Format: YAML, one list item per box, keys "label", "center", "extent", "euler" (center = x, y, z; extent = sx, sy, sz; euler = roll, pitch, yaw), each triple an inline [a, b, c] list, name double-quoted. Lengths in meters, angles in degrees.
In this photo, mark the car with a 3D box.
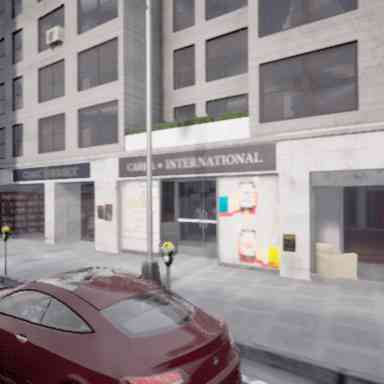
- label: "car"
  center: [-1.447, 1.616, 4.109]
  extent: [4.206, 1.307, 1.802]
  euler: [-1, 0, 35]
